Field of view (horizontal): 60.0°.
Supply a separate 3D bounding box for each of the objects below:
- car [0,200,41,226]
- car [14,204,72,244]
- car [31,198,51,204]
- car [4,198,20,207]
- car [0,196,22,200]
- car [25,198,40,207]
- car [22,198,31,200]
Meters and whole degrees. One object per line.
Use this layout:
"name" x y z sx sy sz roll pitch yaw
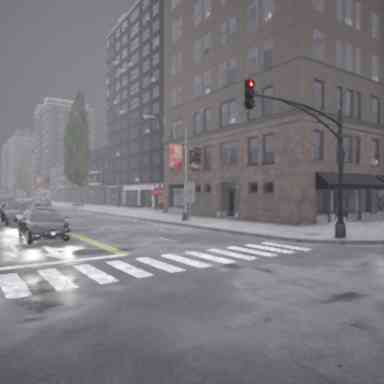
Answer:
"car" -13.184 1.624 25.102 2.128 1.511 4.902 0 0 -34
"car" -7.389 1.591 16.531 1.837 1.490 4.892 0 0 -34
"car" -23.352 1.753 52.110 2.128 1.511 4.902 0 0 -34
"car" -32.452 1.855 59.768 2.033 1.411 5.357 0 0 -34
"car" -19.073 1.402 33.841 2.150 2.045 5.566 0 0 -33
"car" -29.054 1.809 60.552 1.837 1.490 4.892 0 0 -34
"car" -26.500 1.827 50.971 1.994 1.385 4.181 0 0 -34
